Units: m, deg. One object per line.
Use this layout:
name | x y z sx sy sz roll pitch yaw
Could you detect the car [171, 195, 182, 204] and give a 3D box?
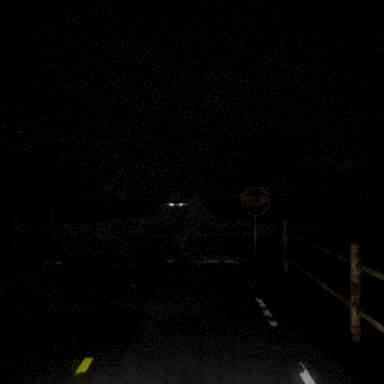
car | -2.800 1.292 60.351 1.882 1.535 5.008 0 0 1
